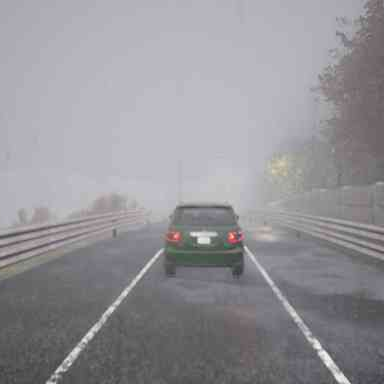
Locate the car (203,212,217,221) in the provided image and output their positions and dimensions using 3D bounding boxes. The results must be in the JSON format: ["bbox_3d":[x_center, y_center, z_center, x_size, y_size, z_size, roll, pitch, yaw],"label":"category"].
[{"bbox_3d":[2.739,3.600,49.467,1.895,1.301,4.718,0,-4,5],"label":"car"}]

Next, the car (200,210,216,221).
[{"bbox_3d":[2.142,3.092,43.279,1.994,1.385,4.181,0,-4,4],"label":"car"}]

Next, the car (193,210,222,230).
[{"bbox_3d":[1.185,2.070,25.564,1.994,1.385,4.181,0,-2,3],"label":"car"}]

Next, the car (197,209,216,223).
[{"bbox_3d":[1.700,2.665,37.032,1.994,1.385,4.181,0,-4,5],"label":"car"}]

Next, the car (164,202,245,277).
[{"bbox_3d":[0.392,1.322,10.803,2.150,2.045,5.566,0,-1,2],"label":"car"}]
